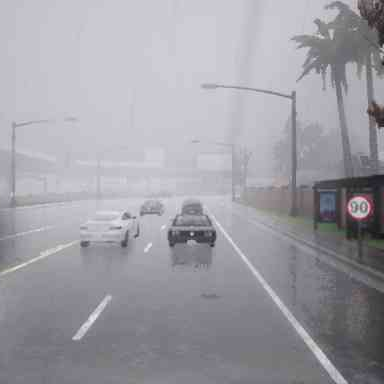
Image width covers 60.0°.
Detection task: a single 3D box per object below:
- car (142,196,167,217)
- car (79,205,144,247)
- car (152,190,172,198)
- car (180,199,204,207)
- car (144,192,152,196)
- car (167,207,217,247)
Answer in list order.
[{"bbox_3d":[-3.500,1.405,29.645,2.033,1.411,5.357,0,1,0],"label":"car"},{"bbox_3d":[-3.500,1.496,14.647,1.812,1.442,4.674,0,0,0],"label":"car"},{"bbox_3d":[-6.697,0.518,78.630,2.150,2.045,5.566,0,1,19],"label":"car"},{"bbox_3d":[0.000,1.359,29.645,1.837,1.490,4.892,0,1,0],"label":"car"},{"bbox_3d":[-9.890,0.795,80.071,1.837,1.490,4.892,0,1,19],"label":"car"},{"bbox_3d":[0.000,1.579,14.678,1.895,1.301,4.718,0,0,0],"label":"car"}]
